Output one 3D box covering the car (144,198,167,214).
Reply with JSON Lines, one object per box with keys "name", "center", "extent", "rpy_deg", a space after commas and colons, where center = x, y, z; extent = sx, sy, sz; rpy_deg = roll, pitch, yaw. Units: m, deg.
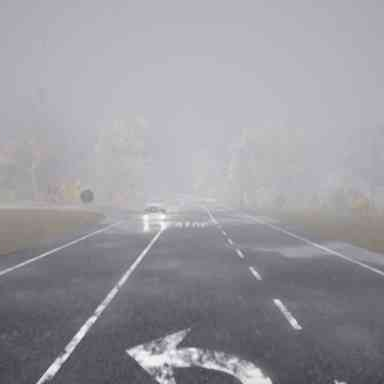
{"name": "car", "center": [-3.493, 1.285, 32.512], "extent": [1.812, 1.442, 4.674], "rpy_deg": [1, 0, 0]}
